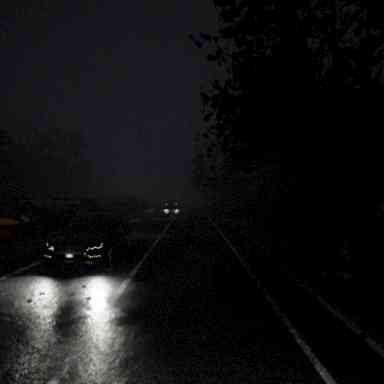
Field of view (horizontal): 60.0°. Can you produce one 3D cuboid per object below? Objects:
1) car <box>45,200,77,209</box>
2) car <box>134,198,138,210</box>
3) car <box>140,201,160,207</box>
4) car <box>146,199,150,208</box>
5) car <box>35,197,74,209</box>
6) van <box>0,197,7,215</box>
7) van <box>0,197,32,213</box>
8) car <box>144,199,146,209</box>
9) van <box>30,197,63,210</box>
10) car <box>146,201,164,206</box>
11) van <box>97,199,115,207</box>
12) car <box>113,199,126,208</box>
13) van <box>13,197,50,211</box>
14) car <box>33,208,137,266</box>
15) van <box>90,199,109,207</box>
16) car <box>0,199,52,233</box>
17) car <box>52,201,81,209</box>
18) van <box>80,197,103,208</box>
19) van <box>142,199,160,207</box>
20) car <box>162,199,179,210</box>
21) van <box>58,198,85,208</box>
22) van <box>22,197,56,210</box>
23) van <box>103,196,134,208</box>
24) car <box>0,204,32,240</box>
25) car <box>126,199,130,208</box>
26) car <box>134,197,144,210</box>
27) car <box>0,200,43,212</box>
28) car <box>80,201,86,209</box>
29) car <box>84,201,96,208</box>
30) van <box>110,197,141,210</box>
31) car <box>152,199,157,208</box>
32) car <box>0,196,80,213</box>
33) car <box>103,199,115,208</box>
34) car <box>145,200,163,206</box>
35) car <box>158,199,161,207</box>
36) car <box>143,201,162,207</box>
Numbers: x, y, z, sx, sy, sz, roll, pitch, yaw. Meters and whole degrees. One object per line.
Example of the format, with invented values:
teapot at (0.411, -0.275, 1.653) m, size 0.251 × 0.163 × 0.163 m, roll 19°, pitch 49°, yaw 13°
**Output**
car at (-23.377, 2.248, 59.473) m, size 5.008 × 1.535 × 2.097 m, roll 0°, pitch -2°, yaw 0°
car at (-10.340, 1.899, 45.489) m, size 4.792 × 1.488 × 2.163 m, roll 0°, pitch -1°, yaw 0°
car at (-10.260, 2.926, 81.538) m, size 4.792 × 1.488 × 2.163 m, roll 0°, pitch -2°, yaw 0°
car at (-10.299, 2.165, 56.564) m, size 5.008 × 1.535 × 2.097 m, roll 0°, pitch -2°, yaw 0°
car at (-23.356, 1.912, 56.587) m, size 5.566 × 2.045 × 2.435 m, roll 0°, pitch -2°, yaw 0°
van at (-23.513, 1.534, 37.341) m, size 4.442 × 1.987 × 1.878 m, roll 0°, pitch -1°, yaw 0°
van at (-23.276, 1.607, 42.880) m, size 4.442 × 1.987 × 1.878 m, roll 0°, pitch -1°, yaw 0°
car at (-10.309, 2.124, 53.788) m, size 4.674 × 1.452 × 2.002 m, roll 0°, pitch -2°, yaw 0°
van at (-23.503, 1.856, 53.817) m, size 4.442 × 1.987 × 1.878 m, roll 0°, pitch -2°, yaw 0°
car at (-10.276, 3.232, 92.639) m, size 4.892 × 1.521 × 2.231 m, roll 0°, pitch -2°, yaw 0°
van at (-23.255, 2.918, 89.955) m, size 4.442 × 1.987 × 1.878 m, roll 0°, pitch -2°, yaw 0°
car at (-10.286, 1.789, 37.154) m, size 4.792 × 1.488 × 2.163 m, roll 0°, pitch -1°, yaw 0°
van at (-23.273, 1.694, 48.271) m, size 4.442 × 1.987 × 1.878 m, roll 0°, pitch -1°, yaw 0°
car at (-3.348, 1.498, 11.508) m, size 1.837 × 1.490 × 4.892 m, roll 0°, pitch 0°, yaw 0°
van at (-23.484, 2.752, 84.402) m, size 4.442 × 1.987 × 1.878 m, roll 0°, pitch -2°, yaw 0°
car at (-10.359, 1.380, 17.730) m, size 4.553 × 1.767 × 2.185 m, roll 0°, pitch -1°, yaw 0°
car at (-23.379, 2.369, 62.242) m, size 4.674 × 1.452 × 2.002 m, roll 0°, pitch -2°, yaw 0°
van at (-10.438, 1.424, 28.830) m, size 4.442 × 1.987 × 1.878 m, roll 0°, pitch -1°, yaw 0°
van at (-10.404, 2.753, 84.321) m, size 4.442 × 1.987 × 1.878 m, roll 0°, pitch -2°, yaw 0°
car at (-3.312, 2.006, 55.102) m, size 2.097 × 1.767 × 4.553 m, roll 0°, pitch -1°, yaw 0°
van at (-23.496, 2.181, 64.893) m, size 4.442 × 1.987 × 1.878 m, roll 0°, pitch -2°, yaw 0°
van at (-23.504, 1.779, 51.173) m, size 4.442 × 1.987 × 1.878 m, roll 0°, pitch -2°, yaw 0°
van at (-10.196, 1.607, 42.710) m, size 4.442 × 1.987 × 1.878 m, roll 0°, pitch -1°, yaw 0°
car at (-10.336, 1.476, 14.952) m, size 5.008 × 1.535 × 2.097 m, roll 0°, pitch -1°, yaw 0°
car at (-10.317, 1.836, 39.931) m, size 4.674 × 1.452 × 2.002 m, roll 0°, pitch -1°, yaw 0°
car at (-10.338, 1.670, 48.246) m, size 5.566 × 2.045 × 2.435 m, roll 0°, pitch -2°, yaw 0°
car at (-23.396, 1.869, 45.647) m, size 5.008 × 1.535 × 2.097 m, roll 0°, pitch -1°, yaw 0°
car at (-10.354, 1.606, 23.276) m, size 4.792 × 1.488 × 2.163 m, roll 0°, pitch -1°, yaw 0°
car at (-10.326, 1.653, 26.051) m, size 4.674 × 1.452 × 2.002 m, roll 0°, pitch -1°, yaw 0°
van at (-10.191, 1.777, 51.021) m, size 4.442 × 1.987 × 1.878 m, roll 0°, pitch -2°, yaw 0°
car at (-10.291, 2.491, 67.664) m, size 4.892 × 1.521 × 2.231 m, roll 0°, pitch -2°, yaw 0°
car at (-10.298, 1.288, 20.503) m, size 5.566 × 2.045 × 2.435 m, roll 0°, pitch -1°, yaw 0°
car at (-10.325, 1.686, 31.604) m, size 5.008 × 1.535 × 2.097 m, roll 0°, pitch -1°, yaw 0°
car at (-10.315, 3.018, 89.865) m, size 4.553 × 1.767 × 2.185 m, roll 0°, pitch -2°, yaw 0°
car at (-10.109, 2.650, 73.214) m, size 5.366 × 1.575 × 1.946 m, roll 0°, pitch -2°, yaw 0°
car at (-10.315, 3.089, 87.089) m, size 4.792 × 1.488 × 2.163 m, roll 0°, pitch -2°, yaw 0°
